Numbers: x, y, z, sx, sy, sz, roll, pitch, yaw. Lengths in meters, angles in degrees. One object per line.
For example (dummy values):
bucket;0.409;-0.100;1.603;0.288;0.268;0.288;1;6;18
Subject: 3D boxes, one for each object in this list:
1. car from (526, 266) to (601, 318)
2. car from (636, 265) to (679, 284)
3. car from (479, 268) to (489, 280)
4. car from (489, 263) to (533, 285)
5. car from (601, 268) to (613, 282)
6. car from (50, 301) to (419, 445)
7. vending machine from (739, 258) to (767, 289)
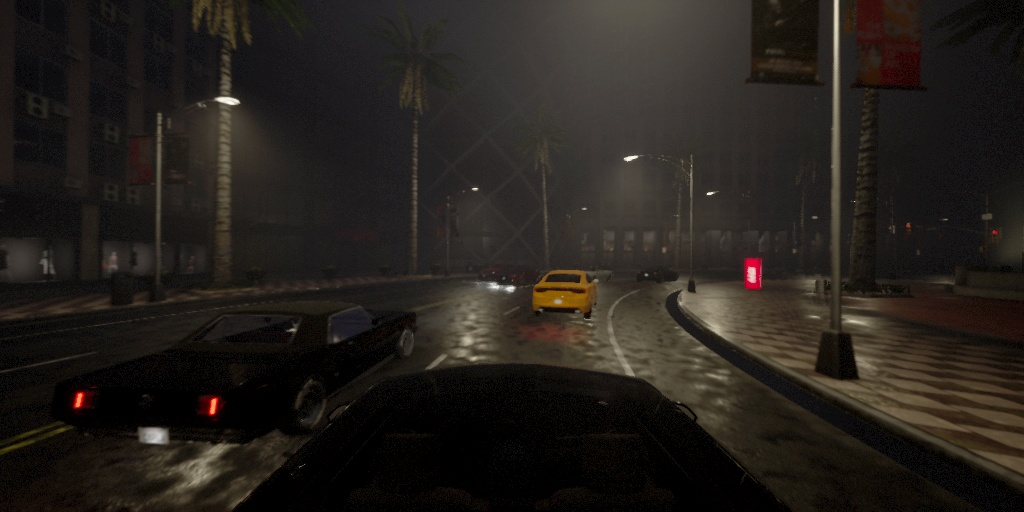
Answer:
car;2.135;1.266;13.425;1.882;1.535;5.008;0;0;17
car;11.863;1.452;29.145;4.181;1.385;1.994;1;0;-44
car;-0.842;1.328;30.719;1.812;1.442;4.674;0;0;37
car;0.522;1.368;26.519;1.994;1.385;4.181;0;0;34
car;6.332;1.449;28.523;1.895;1.301;4.718;0;0;39
car;-3.029;1.337;5.442;1.895;1.301;4.718;0;0;5
vending machine;14.906;1.092;22.186;1.100;2.100;0.880;0;0;41
